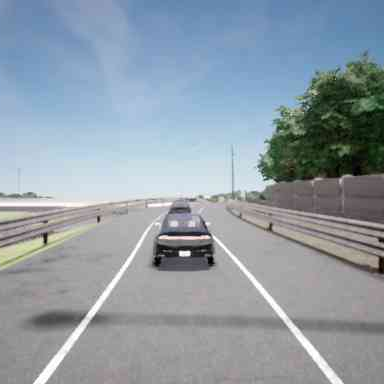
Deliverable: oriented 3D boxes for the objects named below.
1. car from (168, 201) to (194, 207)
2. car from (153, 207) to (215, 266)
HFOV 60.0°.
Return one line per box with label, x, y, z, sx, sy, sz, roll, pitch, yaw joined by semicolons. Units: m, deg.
car;-0.922;1.485;27.321;1.837;1.490;4.892;0;0;-1
car;-0.314;1.488;11.614;2.128;1.511;4.902;0;0;-3
